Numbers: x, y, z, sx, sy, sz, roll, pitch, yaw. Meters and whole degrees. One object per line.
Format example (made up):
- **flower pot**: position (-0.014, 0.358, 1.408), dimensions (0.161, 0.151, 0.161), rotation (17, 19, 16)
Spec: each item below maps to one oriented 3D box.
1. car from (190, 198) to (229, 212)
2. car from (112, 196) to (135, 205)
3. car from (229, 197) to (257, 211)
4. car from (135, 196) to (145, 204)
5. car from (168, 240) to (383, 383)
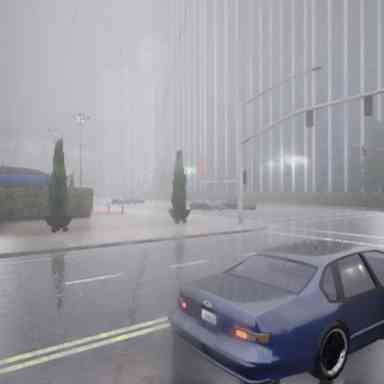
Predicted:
- **car**: position (1.578, 1.418, 36.675), dimensions (1.812, 1.442, 4.674), rotation (0, 0, -36)
- **car**: position (-11.769, 1.417, 55.159), dimensions (1.812, 1.442, 4.674), rotation (0, 0, -36)
- **car**: position (5.215, 1.380, 37.621), dimensions (1.837, 1.490, 4.892), rotation (0, 0, -36)
- **car**: position (-10.199, 1.423, 58.981), dimensions (2.033, 1.411, 5.357), rotation (0, 0, -35)
- **car**: position (2.256, 1.524, 5.414), dimensions (5.357, 1.411, 2.033), rotation (0, 0, -35)
